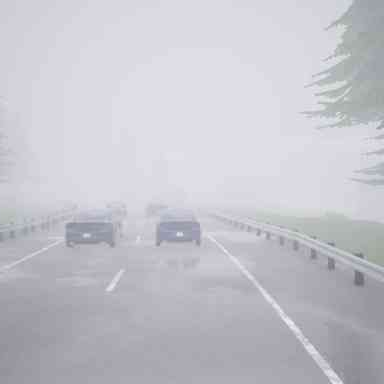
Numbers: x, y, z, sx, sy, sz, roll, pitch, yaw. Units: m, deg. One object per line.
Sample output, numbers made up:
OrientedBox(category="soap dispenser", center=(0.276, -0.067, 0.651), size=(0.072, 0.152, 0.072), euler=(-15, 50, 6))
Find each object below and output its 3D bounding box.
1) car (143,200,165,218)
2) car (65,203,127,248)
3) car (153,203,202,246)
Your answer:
OrientedBox(category="car", center=(-3.401, 1.485, 30.743), size=(1.882, 1.535, 5.008), euler=(0, 0, -13))
OrientedBox(category="car", center=(-4.216, 1.485, 14.940), size=(1.882, 1.535, 5.008), euler=(0, 0, -6))
OrientedBox(category="car", center=(-0.736, 1.485, 15.316), size=(1.882, 1.535, 5.008), euler=(0, 0, -6))
